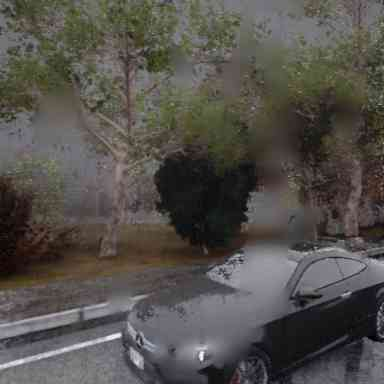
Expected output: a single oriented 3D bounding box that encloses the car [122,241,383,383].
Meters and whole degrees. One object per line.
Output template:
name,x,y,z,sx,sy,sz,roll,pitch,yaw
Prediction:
car,1.303,1.519,4.921,4.674,1.442,1.812,0,0,-36
